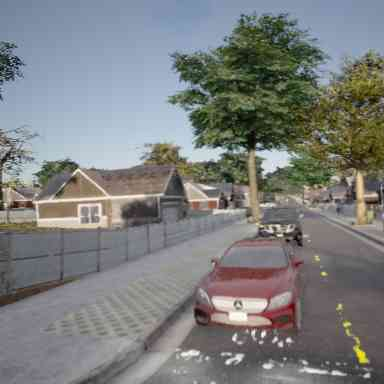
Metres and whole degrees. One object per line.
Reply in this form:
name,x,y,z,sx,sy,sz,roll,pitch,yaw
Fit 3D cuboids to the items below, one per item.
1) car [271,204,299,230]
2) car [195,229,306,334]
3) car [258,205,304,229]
car,8.477,2.190,30.104,2.150,2.045,5.566,-3,-3,17
car,1.546,1.816,7.556,1.812,1.442,4.674,-4,-3,20
car,5.072,1.847,18.819,2.150,2.045,5.566,-3,-3,17
